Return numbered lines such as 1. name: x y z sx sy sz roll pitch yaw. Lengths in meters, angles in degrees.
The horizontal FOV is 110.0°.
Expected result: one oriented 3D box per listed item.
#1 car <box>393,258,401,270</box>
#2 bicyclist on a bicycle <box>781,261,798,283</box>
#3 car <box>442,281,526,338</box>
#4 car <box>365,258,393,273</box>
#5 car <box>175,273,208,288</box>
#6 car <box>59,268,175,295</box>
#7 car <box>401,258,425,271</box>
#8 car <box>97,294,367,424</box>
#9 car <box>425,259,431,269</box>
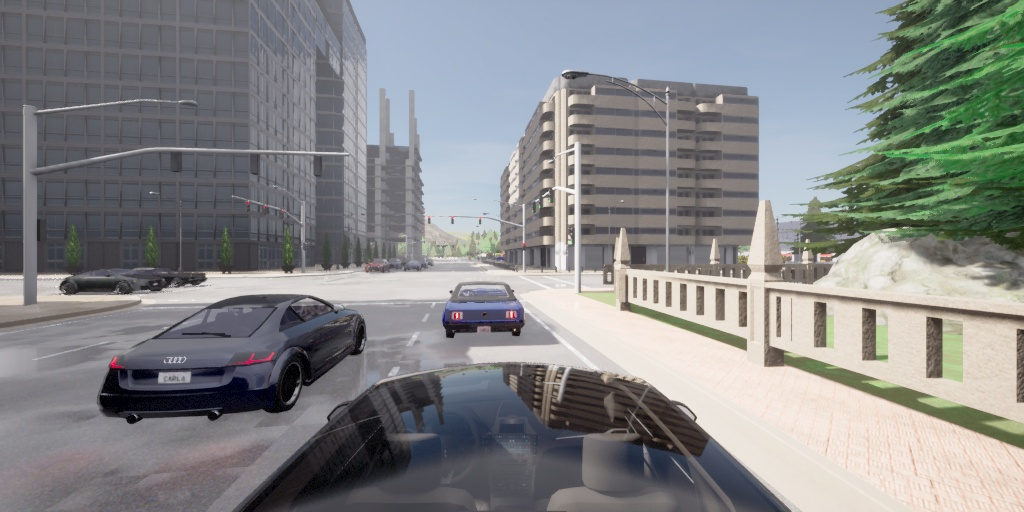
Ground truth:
1. car: -17.362 1.103 52.047 2.097 1.767 4.553 0 0 -8
2. bicyclist on a bicycle: 16.443 1.106 21.578 0.582 1.620 1.656 0 0 -8
3. car: -0.847 1.351 10.200 1.895 1.301 4.718 0 0 -6
4. car: -16.162 1.102 43.276 2.097 1.767 4.553 0 0 -8
5. car: -23.017 1.406 23.409 4.718 1.301 1.895 0 0 -11
6. car: -21.650 1.369 19.609 4.181 1.385 1.994 0 0 -5
7. car: -13.316 1.276 48.372 1.812 1.442 4.674 0 0 -8
8. car: -3.928 1.314 5.963 1.994 1.385 4.181 0 0 -6
9. car: -14.435 1.102 56.420 2.097 1.767 4.553 0 0 -8
